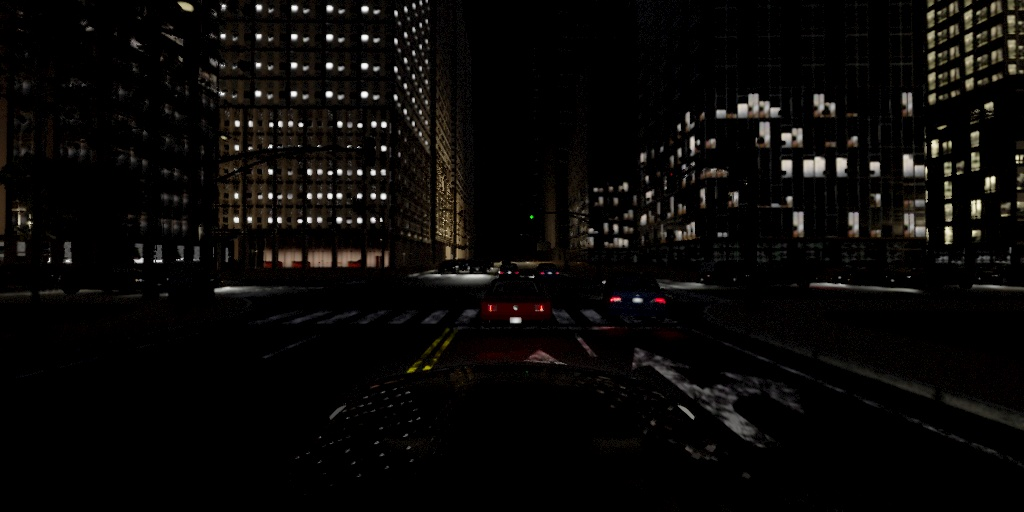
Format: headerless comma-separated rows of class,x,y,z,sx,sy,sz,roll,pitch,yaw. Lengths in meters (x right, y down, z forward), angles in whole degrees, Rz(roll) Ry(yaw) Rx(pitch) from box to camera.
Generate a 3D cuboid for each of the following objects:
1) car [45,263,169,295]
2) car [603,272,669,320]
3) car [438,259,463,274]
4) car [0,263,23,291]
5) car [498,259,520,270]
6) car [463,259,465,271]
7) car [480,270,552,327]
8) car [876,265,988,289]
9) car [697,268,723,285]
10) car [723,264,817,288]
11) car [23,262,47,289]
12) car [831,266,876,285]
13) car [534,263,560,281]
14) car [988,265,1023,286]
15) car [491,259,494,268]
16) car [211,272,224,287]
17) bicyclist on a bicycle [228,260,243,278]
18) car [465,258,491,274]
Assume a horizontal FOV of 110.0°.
car,-20.317,1.175,18.369,4.674,1.442,1.812,0,-1,2
car,4.258,1.266,12.724,2.033,1.411,5.357,0,1,15
car,-7.115,1.229,40.735,1.837,1.490,4.892,0,0,-1
car,-29.758,0.858,18.659,5.566,2.045,2.150,0,-1,2
car,-0.271,1.340,31.616,2.033,1.411,5.357,0,2,-1
car,-7.240,1.192,50.083,1.882,1.535,5.008,0,0,0
car,0.090,1.329,11.428,1.895,1.301,4.718,0,1,0
car,27.005,1.330,23.177,4.674,1.442,1.812,0,-1,2
car,16.849,1.386,26.713,5.357,1.411,2.033,0,-1,2
car,17.039,1.284,23.458,4.902,1.511,2.128,0,-1,2
car,-28.961,1.161,21.884,5.008,1.535,1.882,0,-1,2
car,26.220,1.413,26.457,4.181,1.385,1.994,0,-1,2
car,2.980,1.343,31.118,2.033,1.411,5.357,0,2,-1
car,36.495,1.386,26.174,4.674,1.442,1.812,0,-1,2
car,-3.997,1.262,51.292,2.033,1.411,5.357,0,0,-1
car,-19.976,1.260,21.609,4.181,1.385,1.994,0,-1,2
bicyclist on a bicycle,-25.152,1.144,32.632,0.582,1.620,1.656,0,-1,2
car,-3.885,1.215,41.600,2.128,1.511,4.902,0,0,-2
